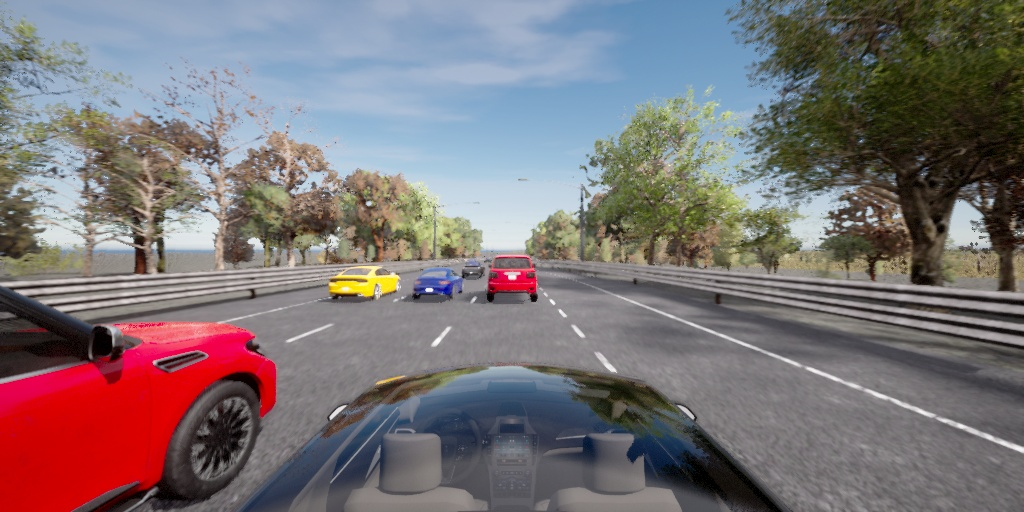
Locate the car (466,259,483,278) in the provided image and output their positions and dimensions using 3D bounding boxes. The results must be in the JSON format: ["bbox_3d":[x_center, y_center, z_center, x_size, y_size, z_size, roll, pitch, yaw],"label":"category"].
[{"bbox_3d":[-3.481,1.244,33.121,2.128,1.511,4.902,0,0,0],"label":"car"}]

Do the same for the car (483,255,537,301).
[{"bbox_3d":[0.009,0.972,17.445,2.150,2.045,5.566,0,0,0],"label":"car"}]

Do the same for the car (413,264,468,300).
[{"bbox_3d":[-3.492,1.276,17.450,1.812,1.442,4.674,0,0,0],"label":"car"}]

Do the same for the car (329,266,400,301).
[{"bbox_3d":[-6.991,1.229,17.536,1.882,1.535,5.008,0,0,0],"label":"car"}]

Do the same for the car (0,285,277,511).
[{"bbox_3d":[-3.502,0.973,1.307,2.150,2.045,5.566,0,0,0],"label":"car"}]
